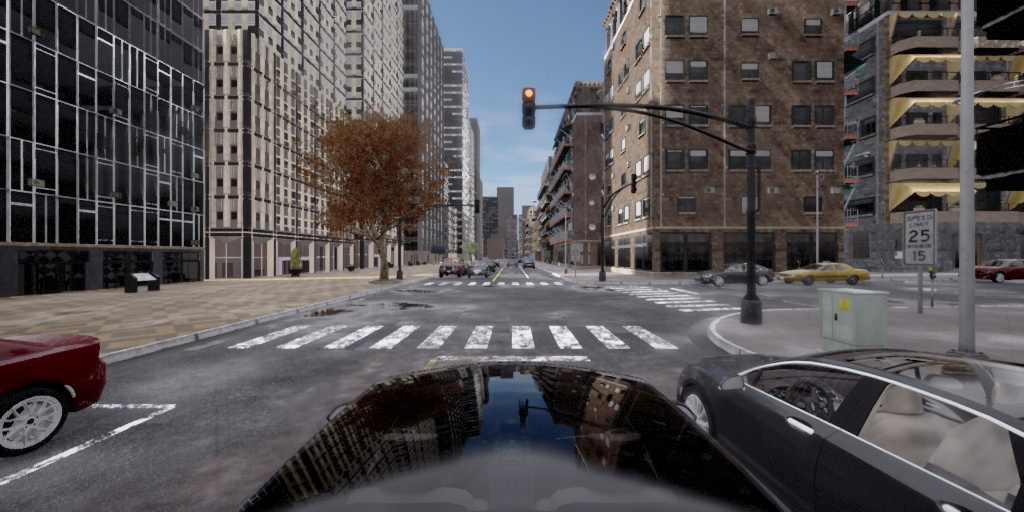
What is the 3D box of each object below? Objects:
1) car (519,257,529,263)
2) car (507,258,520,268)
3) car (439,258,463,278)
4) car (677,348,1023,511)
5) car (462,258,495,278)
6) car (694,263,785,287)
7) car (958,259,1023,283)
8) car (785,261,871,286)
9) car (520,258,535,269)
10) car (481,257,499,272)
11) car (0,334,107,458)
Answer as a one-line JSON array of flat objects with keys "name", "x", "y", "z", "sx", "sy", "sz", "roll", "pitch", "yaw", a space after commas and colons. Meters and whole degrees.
[{"name": "car", "x": 2.685, "y": 1.315, "z": 62.503, "sx": 1.751, "sy": 1.417, "sz": 4.829, "roll": 0, "pitch": 0, "yaw": 0}, {"name": "car", "x": 0.098, "y": 1.284, "z": 64.100, "sx": 2.128, "sy": 1.511, "sz": 4.902, "roll": 0, "pitch": 0, "yaw": 0}, {"name": "car", "x": -5.694, "y": 1.079, "z": 34.719, "sx": 2.192, "sy": 1.841, "sz": 5.009, "roll": 0, "pitch": 0, "yaw": 0}, {"name": "car", "x": 2.689, "y": 1.300, "z": 2.332, "sx": 2.007, "sy": 1.370, "sz": 4.403, "roll": 0, "pitch": 0, "yaw": 0}, {"name": "car", "x": -3.103, "y": 1.255, "z": 34.209, "sx": 2.128, "sy": 1.511, "sz": 4.902, "roll": 0, "pitch": 0, "yaw": 0}, {"name": "car", "x": 13.434, "y": 1.095, "z": 21.749, "sx": 4.403, "sy": 1.370, "sz": 2.007, "roll": 0, "pitch": 0, "yaw": -1}, {"name": "car", "x": 30.135, "y": 0.858, "z": 21.919, "sx": 4.507, "sy": 1.381, "sz": 1.888, "roll": 0, "pitch": 0, "yaw": -1}, {"name": "car", "x": 18.831, "y": 0.992, "z": 21.804, "sx": 4.829, "sy": 1.417, "sz": 1.751, "roll": 0, "pitch": 0, "yaw": -1}, {"name": "car", "x": 2.686, "y": 1.349, "z": 56.810, "sx": 1.948, "sy": 1.339, "sz": 4.313, "roll": 0, "pitch": 0, "yaw": 0}, {"name": "car", "x": -3.102, "y": 1.124, "z": 44.391, "sx": 2.097, "sy": 1.767, "sz": 4.553, "roll": 0, "pitch": 0, "yaw": 0}, {"name": "car", "x": -5.691, "y": 1.295, "z": 2.331, "sx": 1.888, "sy": 1.381, "sz": 4.507, "roll": 0, "pitch": 0, "yaw": 0}]
